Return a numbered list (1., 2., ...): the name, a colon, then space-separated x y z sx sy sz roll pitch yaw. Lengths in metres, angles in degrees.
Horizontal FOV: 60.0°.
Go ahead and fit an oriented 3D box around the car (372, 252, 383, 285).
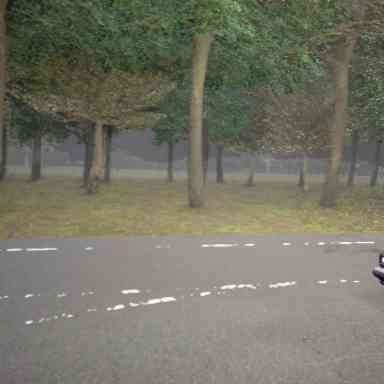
1. car: 5.709 1.387 5.769 4.718 1.301 1.895 1 4 -13
